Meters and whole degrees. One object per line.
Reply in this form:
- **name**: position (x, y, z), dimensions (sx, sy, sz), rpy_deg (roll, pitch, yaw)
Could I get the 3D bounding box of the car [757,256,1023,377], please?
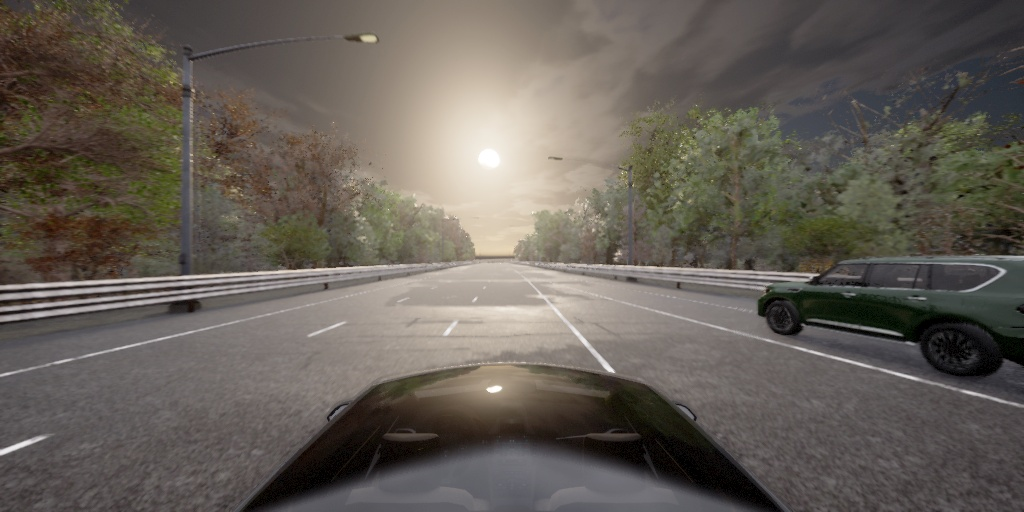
- **car**: position (8.291, 1.022, 7.775), dimensions (2.150, 2.045, 5.566), rpy_deg (0, 0, -9)
